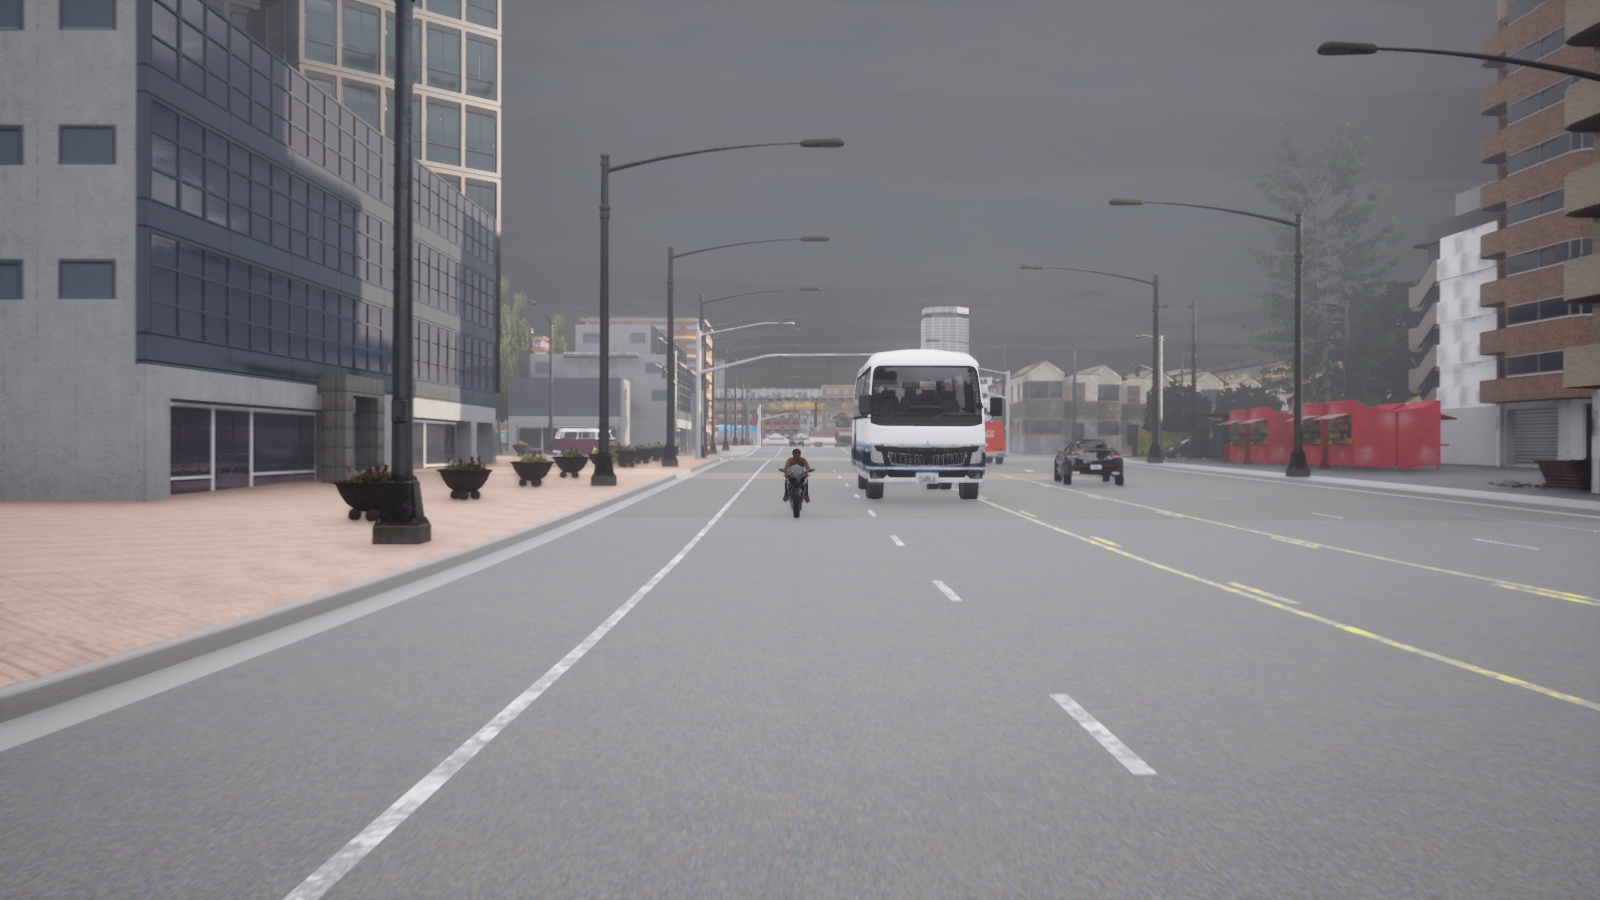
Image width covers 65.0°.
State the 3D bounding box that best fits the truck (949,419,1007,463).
[{"bbox_3d":[10.319,-0.541,73.099,2.627,2.467,5.204,0,1,0],"label":"truck"}]

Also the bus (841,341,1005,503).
[{"bbox_3d":[3.401,-0.825,38.099,3.944,4.253,10.273,0,1,0],"label":"bus"}]

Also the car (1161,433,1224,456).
[{"bbox_3d":[28.075,-0.384,89.882,3.988,1.617,1.851,0,0,0],"label":"car"}]

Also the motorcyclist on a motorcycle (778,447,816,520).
[{"bbox_3d":[-0.069,0.721,28.079,0.797,1.523,2.044,0,1,0],"label":"motorcyclist on a motorcycle"}]

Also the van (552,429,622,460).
[{"bbox_3d":[-14.672,-0.381,86.614,4.480,2.038,2.069,0,0,0],"label":"van"}]

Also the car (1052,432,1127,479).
[{"bbox_3d":[10.651,0.155,46.545,2.152,1.651,5.027,0,1,7],"label":"car"}]
